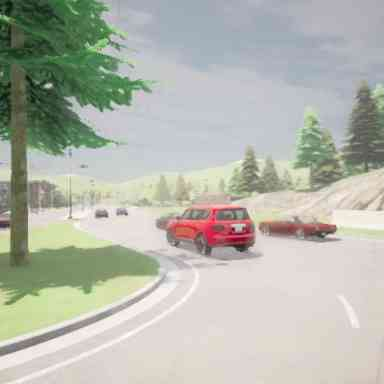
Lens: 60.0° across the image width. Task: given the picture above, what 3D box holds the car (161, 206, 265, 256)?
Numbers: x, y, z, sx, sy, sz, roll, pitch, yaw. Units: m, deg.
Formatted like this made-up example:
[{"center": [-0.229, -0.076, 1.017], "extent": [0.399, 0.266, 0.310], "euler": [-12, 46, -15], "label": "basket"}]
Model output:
[{"center": [0.669, 1.654, 15.468], "extent": [2.150, 2.045, 5.566], "euler": [0, -2, -26], "label": "car"}]

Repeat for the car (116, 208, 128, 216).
[{"center": [-12.614, 3.500, 59.804], "extent": [2.033, 1.411, 5.357], "euler": [-1, -2, -15], "label": "car"}]

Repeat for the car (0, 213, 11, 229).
[{"center": [-17.822, 2.768, 32.412], "extent": [1.882, 1.535, 5.008], "euler": [-1, -2, -9], "label": "car"}]

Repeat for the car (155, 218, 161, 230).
[{"center": [-1.462, 2.351, 26.486], "extent": [1.994, 1.385, 4.181], "euler": [0, -2, -28], "label": "car"}]

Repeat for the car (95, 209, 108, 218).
[{"center": [-14.402, 3.364, 53.061], "extent": [1.994, 1.385, 4.181], "euler": [-1, -2, -15], "label": "car"}]

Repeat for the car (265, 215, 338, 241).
[{"center": [6.076, 2.044, 19.793], "extent": [1.895, 1.301, 4.718], "euler": [0, -2, -27], "label": "car"}]

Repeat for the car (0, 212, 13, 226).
[{"center": [-22.566, 3.102, 38.348], "extent": [2.033, 1.411, 5.357], "euler": [-1, -2, -13], "label": "car"}]
